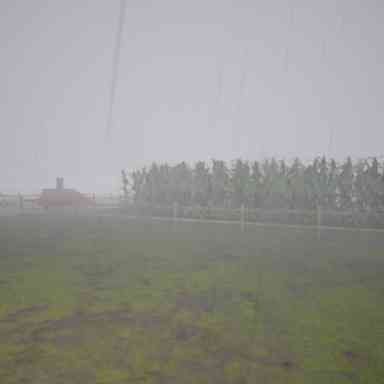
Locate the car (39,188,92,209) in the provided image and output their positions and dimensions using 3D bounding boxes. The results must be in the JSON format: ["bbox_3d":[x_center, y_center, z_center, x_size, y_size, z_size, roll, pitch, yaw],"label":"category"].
[{"bbox_3d":[-12.761,0.635,33.873,2.150,2.045,5.566,1,1,29],"label":"car"}]

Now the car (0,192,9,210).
[{"bbox_3d":[-19.106,0.766,29.941,2.097,1.767,4.553,1,1,29],"label":"car"}]
